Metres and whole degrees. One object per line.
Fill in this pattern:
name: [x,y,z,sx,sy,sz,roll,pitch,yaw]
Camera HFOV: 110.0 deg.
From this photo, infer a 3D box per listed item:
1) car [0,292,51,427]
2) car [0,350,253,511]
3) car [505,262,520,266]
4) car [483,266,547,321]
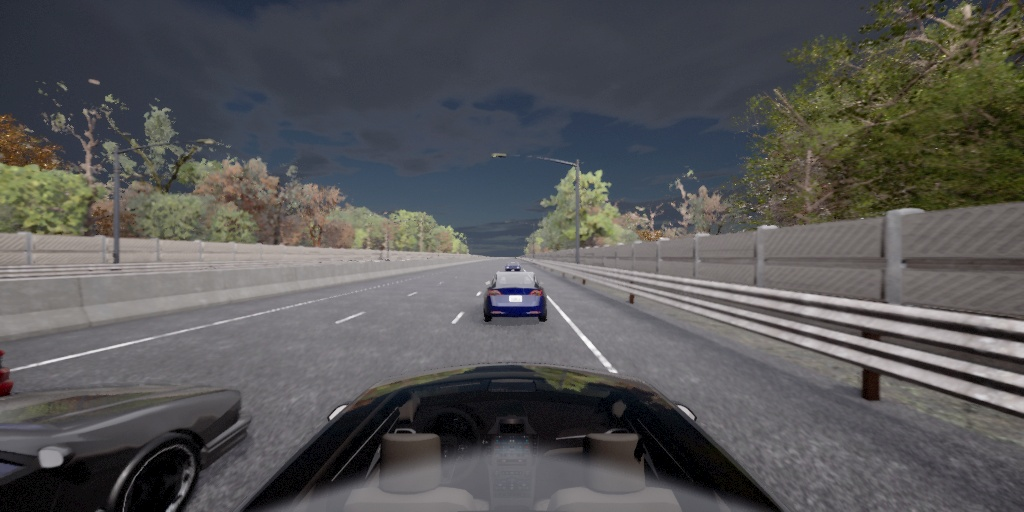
car: [-6.899,1.228,2.130,1.882,1.535,5.008,0,0,0]
car: [-3.406,1.298,0.922,2.033,1.411,5.357,0,0,0]
car: [0.103,1.362,43.240,1.895,1.301,4.718,0,0,0]
car: [0.101,1.256,12.500,2.163,1.488,4.792,0,0,0]
